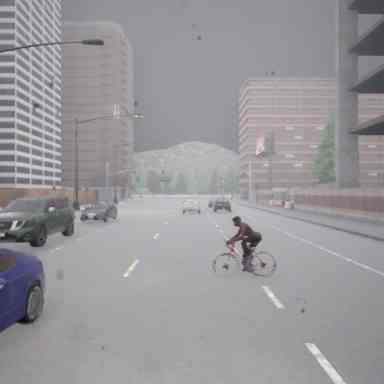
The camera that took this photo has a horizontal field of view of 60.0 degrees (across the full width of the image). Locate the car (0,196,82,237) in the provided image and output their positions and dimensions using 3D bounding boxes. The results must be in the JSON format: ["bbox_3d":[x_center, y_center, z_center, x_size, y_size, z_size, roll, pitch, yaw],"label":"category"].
[{"bbox_3d":[-7.157,1.217,15.192,2.150,2.045,5.566,0,1,0],"label":"car"}]

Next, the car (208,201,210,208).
[{"bbox_3d":[3.337,1.601,47.967,1.895,1.301,4.718,0,0,0],"label":"car"}]

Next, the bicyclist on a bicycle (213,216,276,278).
[{"bbox_3d":[1.359,1.455,8.702,1.656,1.620,0.582,-2,0,0],"label":"bicyclist on a bicycle"}]

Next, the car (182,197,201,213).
[{"bbox_3d":[-0.055,1.526,36.957,1.812,1.442,4.674,0,0,0],"label":"car"}]

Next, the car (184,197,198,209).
[{"bbox_3d":[-0.106,1.478,47.394,1.882,1.535,5.008,0,0,0],"label":"car"}]

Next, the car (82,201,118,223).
[{"bbox_3d":[-7.107,1.496,25.895,2.128,1.511,4.902,0,0,0],"label":"car"}]

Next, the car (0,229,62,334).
[{"bbox_3d":[-3.602,1.526,4.457,1.812,1.442,4.674,0,0,0],"label":"car"}]

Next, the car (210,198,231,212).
[{"bbox_3d":[3.416,1.505,38.445,1.837,1.490,4.892,0,0,0],"label":"car"}]
